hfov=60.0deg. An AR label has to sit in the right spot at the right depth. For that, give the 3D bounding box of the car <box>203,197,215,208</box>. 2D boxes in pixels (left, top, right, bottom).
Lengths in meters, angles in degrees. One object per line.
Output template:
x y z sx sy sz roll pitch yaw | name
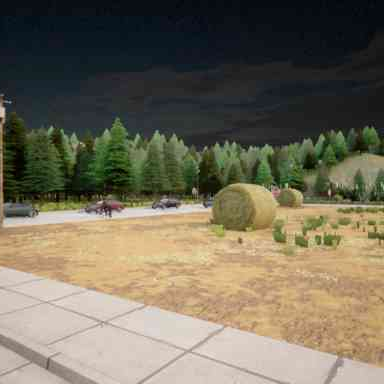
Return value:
3.489 1.518 47.795 2.128 1.511 4.902 0 0 37 | car

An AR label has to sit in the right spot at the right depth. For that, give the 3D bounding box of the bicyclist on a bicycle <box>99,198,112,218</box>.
-7.049 1.327 27.042 1.656 1.620 0.582 0 0 36 | bicyclist on a bicycle

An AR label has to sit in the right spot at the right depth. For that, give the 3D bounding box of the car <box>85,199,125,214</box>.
-9.468 1.552 36.347 1.812 1.442 4.674 0 0 36 | car

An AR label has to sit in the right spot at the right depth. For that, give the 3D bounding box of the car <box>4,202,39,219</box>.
-15.382 1.591 28.356 1.994 1.385 4.181 0 0 36 | car

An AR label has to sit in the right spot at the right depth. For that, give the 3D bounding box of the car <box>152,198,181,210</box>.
-3.386 1.552 44.573 1.812 1.442 4.674 0 0 37 | car
